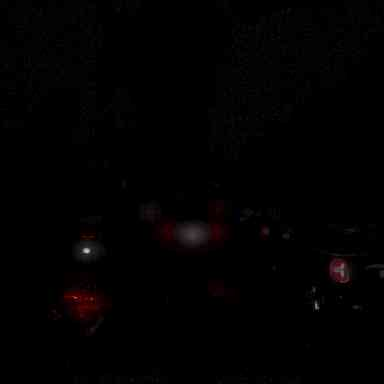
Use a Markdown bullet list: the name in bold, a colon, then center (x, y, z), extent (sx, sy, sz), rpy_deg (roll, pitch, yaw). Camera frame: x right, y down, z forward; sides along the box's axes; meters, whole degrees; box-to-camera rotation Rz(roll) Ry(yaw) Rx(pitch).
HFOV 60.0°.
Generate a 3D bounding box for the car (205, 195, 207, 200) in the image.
- **car**: center (3.223, 1.565, 46.344), extent (1.946, 1.575, 5.366), rpy_deg (0, 0, 0)

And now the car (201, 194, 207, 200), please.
- **car**: center (3.211, 1.590, 57.202), extent (2.231, 1.521, 4.892), rpy_deg (0, 0, 0)

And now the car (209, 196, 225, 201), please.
- **car**: center (3.223, 1.545, 35.292), extent (1.946, 1.575, 5.366), rpy_deg (0, 0, 0)

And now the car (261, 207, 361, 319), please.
- **car**: center (3.225, 1.369, 7.576), extent (2.185, 1.767, 4.553), rpy_deg (0, 0, 0)

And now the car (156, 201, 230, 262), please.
- **car**: center (0.043, 1.375, 12.390), extent (2.097, 1.767, 4.553), rpy_deg (0, 0, 1)

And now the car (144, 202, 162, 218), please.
- **car**: center (-3.198, 1.579, 28.326), extent (1.812, 1.442, 4.674), rpy_deg (0, 0, 1)

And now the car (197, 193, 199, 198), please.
- **car**: center (3.236, 1.657, 92.017), extent (2.231, 1.521, 4.892), rpy_deg (0, 0, 1)

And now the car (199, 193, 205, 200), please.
- **car**: center (3.202, 1.359, 68.413), extent (2.435, 2.045, 5.566), rpy_deg (0, 0, 0)

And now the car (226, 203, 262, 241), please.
- **car**: center (3.225, 1.556, 18.529), extent (2.002, 1.452, 4.674), rpy_deg (0, 0, 0)

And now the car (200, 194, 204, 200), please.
- **car**: center (3.209, 1.601, 62.728), extent (2.231, 1.521, 4.892), rpy_deg (0, 0, 0)

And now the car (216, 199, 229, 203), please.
- **car**: center (3.224, 1.527, 24.050), extent (2.231, 1.521, 4.892), rpy_deg (0, 0, 0)

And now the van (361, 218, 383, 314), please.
- **van**: center (3.225, 1.259, 2.198), extent (1.878, 1.987, 4.442), rpy_deg (0, 0, 0)

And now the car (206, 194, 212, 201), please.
- **car**: center (3.225, 1.432, 40.602), extent (2.185, 1.767, 4.553), rpy_deg (0, 0, 0)

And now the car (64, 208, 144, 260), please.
- **car**: center (-3.205, 1.531, 12.608), extent (1.837, 1.490, 4.892), rpy_deg (0, 0, 1)
